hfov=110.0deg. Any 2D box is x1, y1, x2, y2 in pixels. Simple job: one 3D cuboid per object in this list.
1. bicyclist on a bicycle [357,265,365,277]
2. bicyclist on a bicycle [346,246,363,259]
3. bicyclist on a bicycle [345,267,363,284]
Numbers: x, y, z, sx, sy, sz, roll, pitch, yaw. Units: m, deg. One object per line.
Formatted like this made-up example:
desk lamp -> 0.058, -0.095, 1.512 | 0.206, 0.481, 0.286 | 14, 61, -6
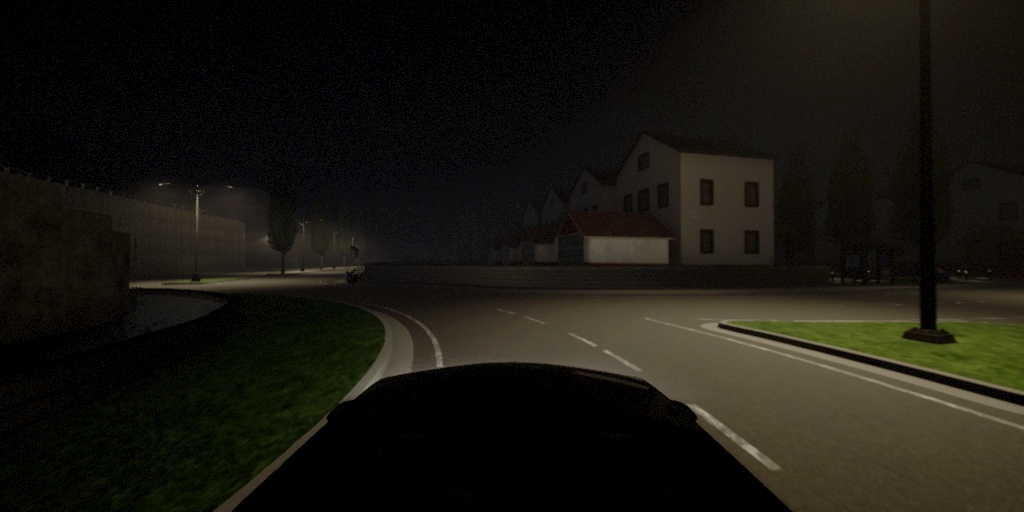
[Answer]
bicyclist on a bicycle -> -14.258, 1.582, 32.702 | 1.620, 1.656, 0.582 | 5, 9, -33
bicyclist on a bicycle -> -16.253, -0.319, 36.849 | 1.656, 1.620, 0.582 | -3, 36, -10
bicyclist on a bicycle -> -12.831, 1.821, 28.690 | 1.620, 1.656, 0.582 | -25, 19, 50
